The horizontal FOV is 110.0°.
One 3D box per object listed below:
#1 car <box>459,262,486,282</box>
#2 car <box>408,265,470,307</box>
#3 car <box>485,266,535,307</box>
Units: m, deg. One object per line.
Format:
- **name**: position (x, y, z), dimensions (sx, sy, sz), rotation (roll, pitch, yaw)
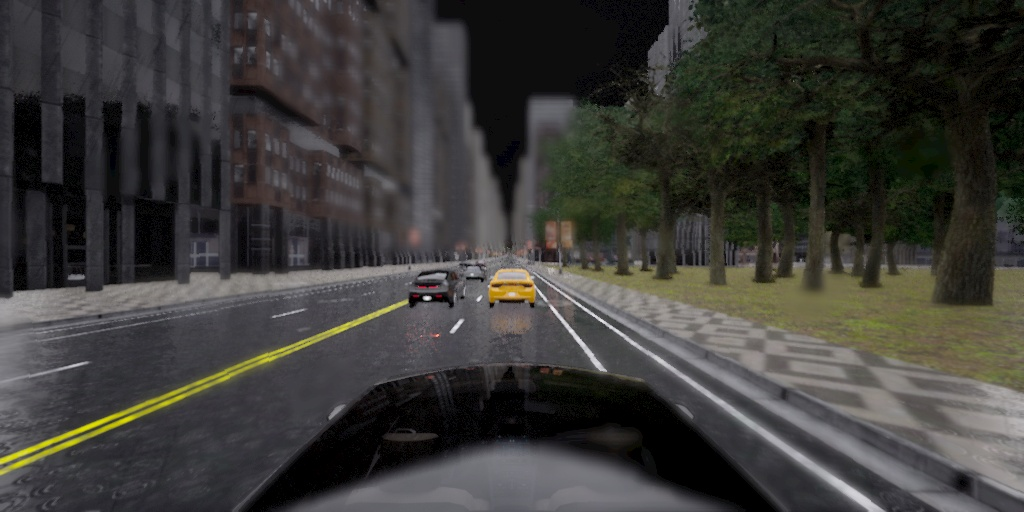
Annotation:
- **car**: position (-3.238, 1.498, 31.138), dimensions (1.994, 1.385, 4.181), rotation (0, 0, 0)
- **car**: position (-3.241, 1.366, 16.150), dimensions (1.837, 1.490, 4.892), rotation (0, 0, 0)
- **car**: position (0.011, 1.337, 16.324), dimensions (1.882, 1.535, 5.008), rotation (0, 0, 0)
